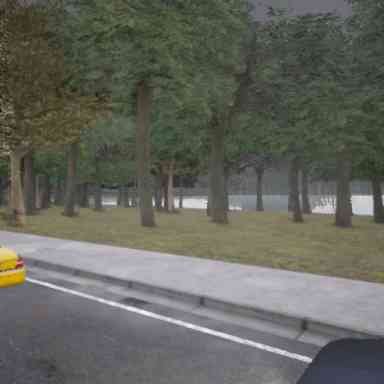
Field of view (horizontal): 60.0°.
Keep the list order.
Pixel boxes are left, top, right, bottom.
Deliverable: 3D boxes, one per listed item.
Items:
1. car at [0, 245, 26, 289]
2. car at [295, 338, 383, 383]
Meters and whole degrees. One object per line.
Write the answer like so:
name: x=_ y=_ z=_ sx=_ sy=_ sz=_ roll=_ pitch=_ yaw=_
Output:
car: x=-6.024 y=1.460 z=7.871 sx=5.366 sy=1.575 sz=1.801 roll=0 pitch=0 yaw=36
car: x=3.072 y=1.547 z=1.370 sx=5.357 sy=1.411 sz=2.033 roll=0 pitch=0 yaw=35
